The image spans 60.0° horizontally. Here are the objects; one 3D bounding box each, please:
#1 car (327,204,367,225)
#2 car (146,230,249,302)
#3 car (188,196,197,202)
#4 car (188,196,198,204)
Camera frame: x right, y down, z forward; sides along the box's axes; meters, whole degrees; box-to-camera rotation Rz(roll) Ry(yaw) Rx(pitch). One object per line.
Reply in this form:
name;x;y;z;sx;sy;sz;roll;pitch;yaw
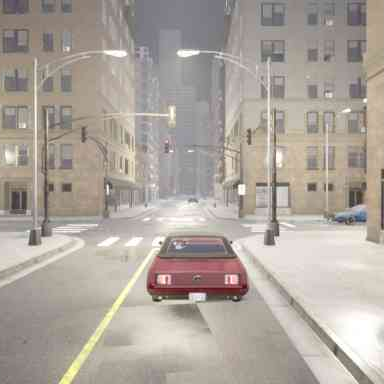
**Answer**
car;12.198;1.512;22.804;5.357;1.411;2.033;0;0;3
car;0.093;1.601;8.214;1.895;1.301;4.718;0;0;0
car;0.098;1.567;75.127;1.895;1.301;4.718;0;0;0
car;0.180;1.507;65.198;1.812;1.442;4.674;0;0;0
